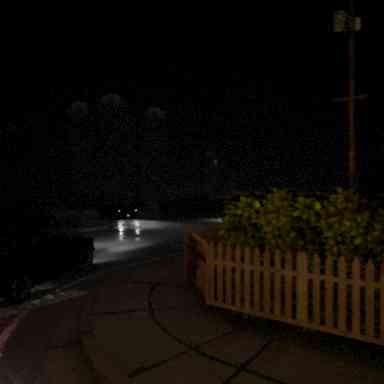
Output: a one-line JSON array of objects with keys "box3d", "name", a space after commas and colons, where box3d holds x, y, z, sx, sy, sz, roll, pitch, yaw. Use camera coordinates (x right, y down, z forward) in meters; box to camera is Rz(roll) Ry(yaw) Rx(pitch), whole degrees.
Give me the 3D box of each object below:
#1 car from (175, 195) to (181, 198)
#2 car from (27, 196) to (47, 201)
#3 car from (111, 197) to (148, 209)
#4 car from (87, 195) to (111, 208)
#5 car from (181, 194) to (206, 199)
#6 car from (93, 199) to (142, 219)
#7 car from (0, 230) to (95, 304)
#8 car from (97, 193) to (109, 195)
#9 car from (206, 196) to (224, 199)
[{"box3d": [-2.116, 1.343, 81.059, 4.611, 1.667, 2.242, 0, 0, 35], "name": "car"}, {"box3d": [-23.159, 1.364, 49.786, 4.193, 1.474, 1.816, 0, 0, 35], "name": "car"}, {"box3d": [-7.301, 1.393, 40.834, 1.882, 1.535, 5.008, 0, 1, 25], "name": "car"}, {"box3d": [-11.914, 1.419, 43.424, 3.905, 1.438, 1.784, 0, 0, 35], "name": "car"}, {"box3d": [0.769, 1.212, 61.985, 4.605, 1.855, 1.932, 0, 0, 35], "name": "car"}, {"box3d": [-6.374, 1.539, 28.056, 1.895, 1.301, 4.718, 0, 0, -37], "name": "car"}, {"box3d": [-4.107, 1.577, 8.103, 1.895, 1.301, 4.718, 0, 0, 7], "name": "car"}, {"box3d": [-15.931, 1.172, 61.181, 3.866, 1.878, 1.905, 0, 0, 35], "name": "car"}, {"box3d": [5.173, 1.395, 59.333, 1.882, 1.535, 5.008, 0, 0, 39], "name": "car"}]
